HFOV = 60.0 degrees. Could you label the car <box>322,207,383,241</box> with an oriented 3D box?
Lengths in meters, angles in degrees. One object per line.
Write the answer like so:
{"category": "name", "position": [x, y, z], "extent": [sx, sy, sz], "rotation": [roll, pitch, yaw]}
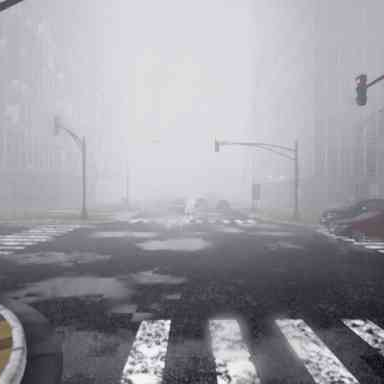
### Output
{"category": "car", "position": [9.528, 1.716, 17.164], "extent": [4.674, 1.442, 1.812], "rotation": [1, 0, -3]}

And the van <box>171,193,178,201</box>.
{"category": "van", "position": [-4.443, 1.285, 86.001], "extent": [1.690, 1.788, 3.998], "rotation": [0, 0, 0]}

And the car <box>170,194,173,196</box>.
{"category": "car", "position": [-4.284, 1.542, 63.892], "extent": [1.947, 1.339, 4.313], "rotation": [0, 0, 0]}

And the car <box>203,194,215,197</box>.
{"category": "car", "position": [3.596, 1.291, 63.948], "extent": [2.192, 1.841, 5.009], "rotation": [0, 0, 0]}

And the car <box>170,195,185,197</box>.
{"category": "car", "position": [-1.676, 1.544, 44.221], "extent": [2.033, 1.411, 5.357], "rotation": [0, 0, -1]}

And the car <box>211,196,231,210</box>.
{"category": "car", "position": [3.804, 1.565, 41.840], "extent": [1.947, 1.339, 4.313], "rotation": [0, 0, 0]}

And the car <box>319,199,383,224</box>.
{"category": "car", "position": [10.808, 1.434, 20.471], "extent": [5.566, 2.045, 2.150], "rotation": [1, 0, -3]}

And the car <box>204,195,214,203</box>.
{"category": "car", "position": [3.556, 1.408, 69.476], "extent": [1.967, 1.590, 4.097], "rotation": [0, 0, 0]}

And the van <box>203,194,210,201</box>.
{"category": "van", "position": [3.477, 1.293, 80.531], "extent": [1.690, 1.788, 3.998], "rotation": [0, 0, 0]}

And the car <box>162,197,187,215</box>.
{"category": "car", "position": [-1.599, 1.553, 33.645], "extent": [2.033, 1.411, 5.357], "rotation": [0, 0, 0]}

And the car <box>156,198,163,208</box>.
{"category": "car", "position": [-4.165, 1.576, 47.309], "extent": [1.802, 1.307, 4.206], "rotation": [0, 0, 0]}

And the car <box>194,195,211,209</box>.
{"category": "car", "position": [1.264, 1.522, 45.235], "extent": [1.812, 1.442, 4.674], "rotation": [0, 0, 0]}

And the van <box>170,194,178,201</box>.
{"category": "van", "position": [-4.403, 1.293, 80.474], "extent": [1.690, 1.788, 3.998], "rotation": [0, 0, 0]}
